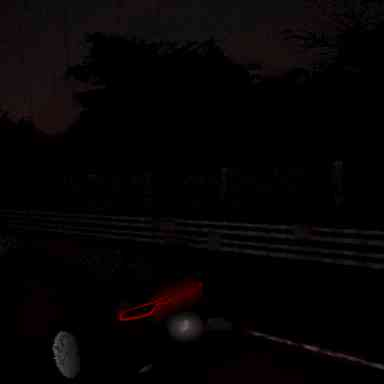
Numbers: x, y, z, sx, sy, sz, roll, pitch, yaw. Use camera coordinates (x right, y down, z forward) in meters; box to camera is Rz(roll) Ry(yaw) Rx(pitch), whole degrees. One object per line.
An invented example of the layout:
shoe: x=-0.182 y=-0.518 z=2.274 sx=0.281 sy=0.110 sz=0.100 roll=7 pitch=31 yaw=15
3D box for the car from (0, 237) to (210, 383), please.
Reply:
car: x=-2.095 y=1.495 z=5.486 sx=5.008 sy=1.535 sz=1.882 roll=0 pitch=0 yaw=35
